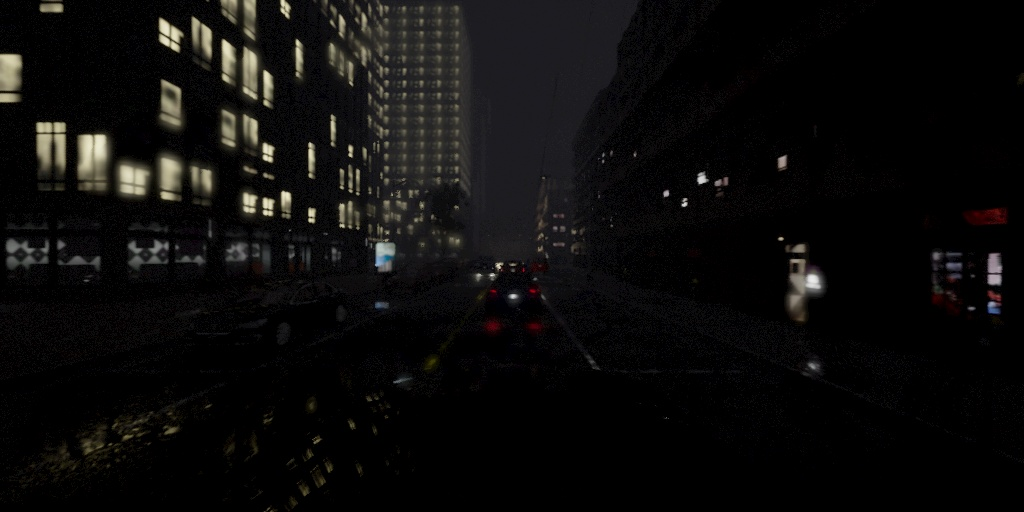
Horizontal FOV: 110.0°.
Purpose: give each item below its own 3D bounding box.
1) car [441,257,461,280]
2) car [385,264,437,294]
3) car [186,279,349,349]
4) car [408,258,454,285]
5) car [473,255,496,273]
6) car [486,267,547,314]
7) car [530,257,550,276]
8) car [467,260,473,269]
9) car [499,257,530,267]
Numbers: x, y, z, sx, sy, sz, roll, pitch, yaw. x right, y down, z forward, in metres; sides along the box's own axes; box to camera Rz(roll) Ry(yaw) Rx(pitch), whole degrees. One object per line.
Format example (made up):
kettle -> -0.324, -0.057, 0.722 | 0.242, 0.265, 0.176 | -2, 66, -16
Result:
car -> -5.678, 1.038, 31.195 | 2.192, 1.841, 5.009 | 0, 0, 0
car -> -5.683, 1.314, 20.093 | 1.802, 1.307, 4.207 | 0, 0, 0
car -> -5.687, 1.293, 8.990 | 2.007, 1.370, 4.403 | 0, 0, 0
car -> -5.681, 1.167, 25.644 | 1.967, 1.591, 4.097 | 0, 0, 0
car -> -3.079, 0.938, 43.243 | 2.150, 2.045, 5.566 | 0, 0, 0
car -> 0.074, 1.302, 13.826 | 1.994, 1.385, 4.181 | 0, 0, 0
car -> 2.704, 1.035, 36.743 | 2.192, 1.841, 5.009 | 0, 0, 0
car -> -5.670, 1.275, 53.398 | 1.948, 1.339, 4.313 | 0, 0, 0
car -> 0.077, 1.077, 28.471 | 2.097, 1.767, 4.553 | 0, 0, 0
